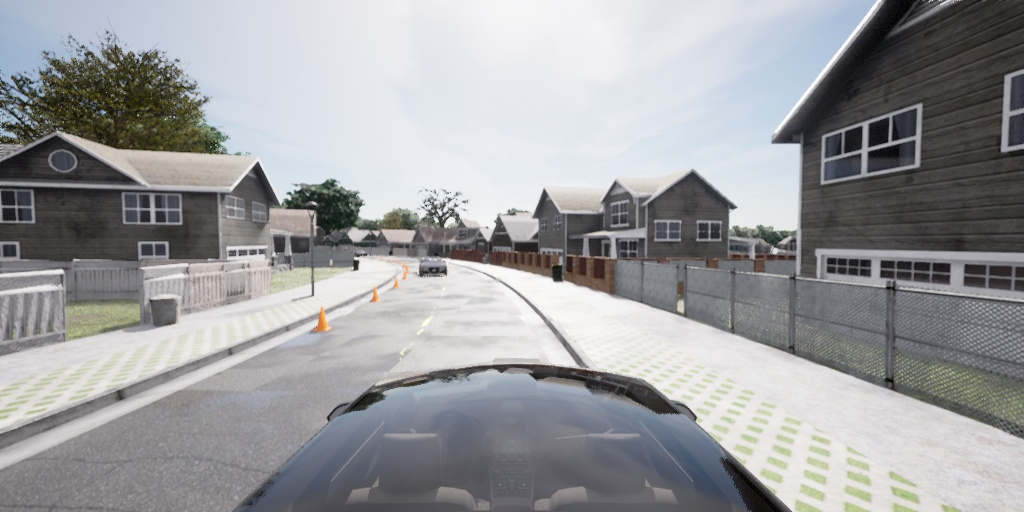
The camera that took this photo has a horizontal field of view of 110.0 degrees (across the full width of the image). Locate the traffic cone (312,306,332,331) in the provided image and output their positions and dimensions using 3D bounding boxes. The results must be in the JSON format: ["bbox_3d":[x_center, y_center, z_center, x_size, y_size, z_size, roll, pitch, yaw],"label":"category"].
[{"bbox_3d":[-4.751,1.551,8.986,0.340,0.580,0.340,0,0,-5],"label":"traffic cone"}]

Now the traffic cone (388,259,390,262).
[{"bbox_3d":[-17.409,0.481,50.733,0.340,0.580,0.340,0,0,-29],"label":"traffic cone"}]

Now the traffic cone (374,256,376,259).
[{"bbox_3d":[-22.527,0.225,59.046,0.340,0.580,0.340,0,0,-34],"label":"traffic cone"}]

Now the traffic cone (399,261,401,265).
[{"bbox_3d":[-13.093,0.752,41.978,0.340,0.580,0.340,0,0,-24],"label":"traffic cone"}]

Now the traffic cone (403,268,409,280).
[{"bbox_3d":[-6.998,1.241,23.452,0.340,0.580,0.340,0,0,-13],"label":"traffic cone"}]

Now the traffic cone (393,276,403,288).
[{"bbox_3d":[-6.024,1.348,18.667,0.340,0.580,0.340,0,0,-10],"label":"traffic cone"}]

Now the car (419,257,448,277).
[{"bbox_3d":[-5.954,0.756,27.030,1.994,1.385,4.181,-1,2,-15],"label":"car"}]

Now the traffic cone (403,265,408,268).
[{"bbox_3d":[-8.195,1.128,28.186,0.340,0.580,0.340,0,0,-16],"label":"traffic cone"}]

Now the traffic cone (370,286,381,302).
[{"bbox_3d":[-5.274,1.450,13.842,0.340,0.580,0.340,0,0,-7],"label":"traffic cone"}]

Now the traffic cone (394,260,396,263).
[{"bbox_3d":[-15.149,0.616,46.406,0.340,0.580,0.340,0,0,-26],"label":"traffic cone"}]
